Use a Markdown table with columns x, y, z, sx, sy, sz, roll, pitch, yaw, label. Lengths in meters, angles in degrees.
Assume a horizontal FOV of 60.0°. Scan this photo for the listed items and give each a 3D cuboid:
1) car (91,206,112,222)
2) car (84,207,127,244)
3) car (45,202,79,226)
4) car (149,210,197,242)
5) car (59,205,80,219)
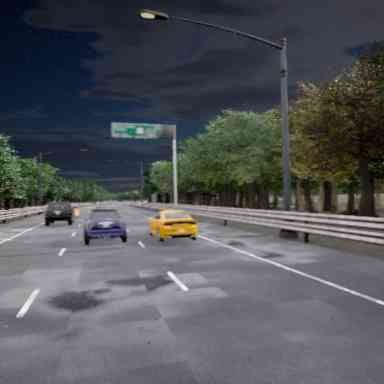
| x | y | z | sx | sy | sz | roll | pitch | yaw | label |
| --- | --- | --- | --- | --- | --- | --- | --- | --- | --- |
| -9.542 | 2.275 | 34.917 | 1.994 | 1.385 | 4.181 | -1 | -1 | -16 | car |
| -4.834 | 1.716 | 18.400 | 2.097 | 1.767 | 4.553 | -1 | -1 | -16 | car |
| -11.858 | 1.916 | 30.144 | 2.150 | 2.045 | 5.566 | -1 | -1 | -16 | car |
| -1.169 | 1.755 | 18.321 | 1.882 | 1.535 | 5.008 | -1 | -1 | -16 | car |
| -14.953 | 2.408 | 40.831 | 1.882 | 1.535 | 5.008 | -1 | -1 | -15 | car |
